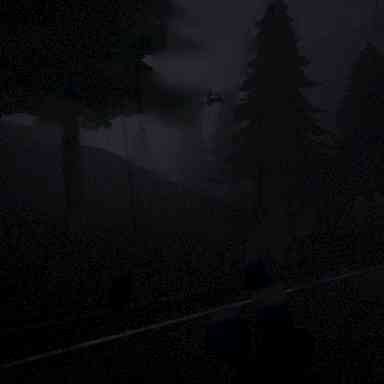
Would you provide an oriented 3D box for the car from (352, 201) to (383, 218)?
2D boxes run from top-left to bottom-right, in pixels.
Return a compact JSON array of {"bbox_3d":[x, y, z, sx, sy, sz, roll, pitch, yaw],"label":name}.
[{"bbox_3d":[15.687,1.520,28.744,1.837,1.490,4.892,-1,0,-35],"label":"car"}]
